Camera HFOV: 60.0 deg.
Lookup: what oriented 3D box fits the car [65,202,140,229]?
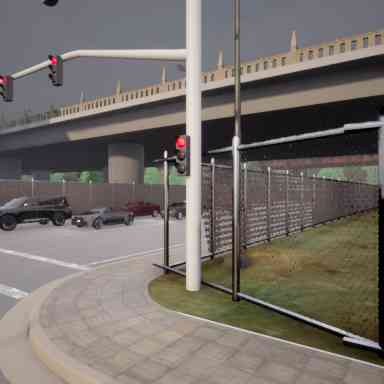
[{"bbox_3d":[-5.867,1.619,22.230,1.994,1.385,4.181,0,0,35],"label":"car"}]

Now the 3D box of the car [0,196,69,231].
[{"bbox_3d":[-10.587,1.277,21.633,2.150,2.045,5.566,0,0,36],"label":"car"}]

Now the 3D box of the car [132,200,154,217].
[{"bbox_3d":[-4.912,1.533,29.636,1.882,1.535,5.008,0,0,35],"label":"car"}]
